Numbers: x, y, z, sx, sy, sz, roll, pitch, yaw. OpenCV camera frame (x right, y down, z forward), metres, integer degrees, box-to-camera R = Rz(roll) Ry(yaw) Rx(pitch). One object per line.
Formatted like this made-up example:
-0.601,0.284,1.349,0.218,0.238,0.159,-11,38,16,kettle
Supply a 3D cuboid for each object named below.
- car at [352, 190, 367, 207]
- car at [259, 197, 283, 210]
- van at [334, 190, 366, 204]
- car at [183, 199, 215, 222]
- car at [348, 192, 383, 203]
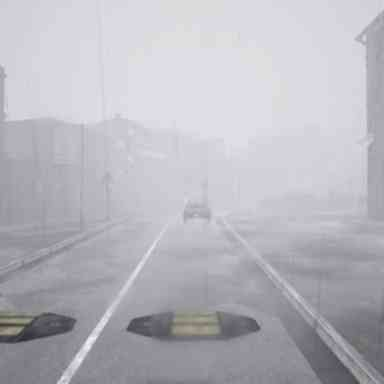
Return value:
21.052,0.717,37.223,2.435,2.045,5.566,-3,-1,-12,car
9.904,1.335,38.284,4.902,1.511,2.128,0,-1,-34,car
23.765,0.796,50.246,1.878,1.987,4.442,-3,-1,-12,van
0.484,1.204,23.052,2.128,1.511,4.902,0,1,5,car
26.483,0.867,50.941,2.231,1.521,4.892,-3,-1,-12,car
